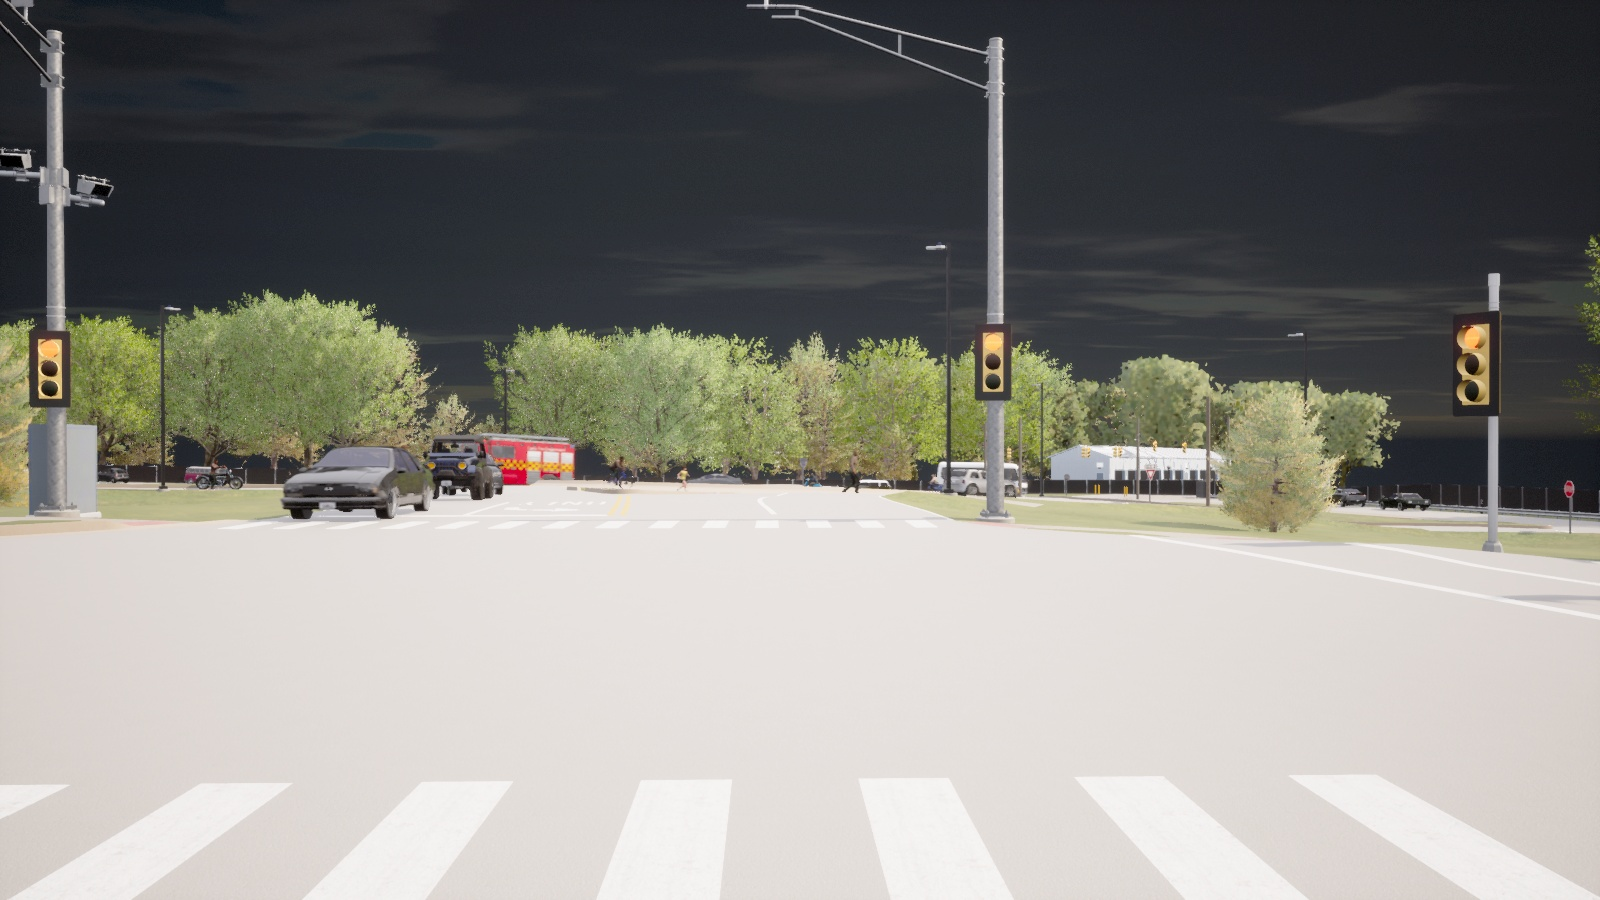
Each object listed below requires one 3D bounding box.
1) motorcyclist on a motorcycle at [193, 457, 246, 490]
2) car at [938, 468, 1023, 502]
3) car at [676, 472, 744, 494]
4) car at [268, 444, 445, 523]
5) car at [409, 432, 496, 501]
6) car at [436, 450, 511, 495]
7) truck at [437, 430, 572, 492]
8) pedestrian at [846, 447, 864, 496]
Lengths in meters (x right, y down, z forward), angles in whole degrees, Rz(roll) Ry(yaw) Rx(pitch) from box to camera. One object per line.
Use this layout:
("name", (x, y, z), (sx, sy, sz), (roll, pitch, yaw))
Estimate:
("motorcyclist on a motorcycle", (-30.050, 1.226, 65.022), (2.350, 1.649, 0.766), (0, 1, -7))
("car", (9.029, 1.739, 62.683), (3.806, 1.475, 1.970), (4, -2, -35))
("car", (-6.785, 2.513, 94.242), (4.902, 1.511, 2.128), (0, -5, -8))
("car", (-8.733, 0.607, 25.285), (2.033, 1.411, 5.357), (0, 0, -4))
("car", (-9.931, 0.468, 36.133), (1.905, 1.878, 3.866), (0, -1, -8))
("car", (-11.676, 0.794, 44.629), (2.128, 1.511, 4.902), (0, -1, -20))
("truck", (-20.458, 0.839, 87.143), (8.468, 3.827, 2.891), (4, -4, -28))
("pedestrian", (2.098, 0.803, 47.878), (0.634, 1.846, 0.331), (0, 1, 27))
